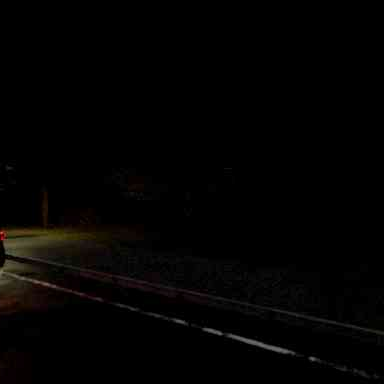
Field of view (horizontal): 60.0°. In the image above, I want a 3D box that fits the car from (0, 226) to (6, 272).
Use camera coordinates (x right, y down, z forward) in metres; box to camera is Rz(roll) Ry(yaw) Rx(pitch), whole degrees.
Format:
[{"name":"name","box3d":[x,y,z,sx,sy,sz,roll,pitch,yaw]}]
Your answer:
[{"name":"car","box3d":[-7.042,1.212,8.620,5.566,2.045,2.150,0,0,35]}]
